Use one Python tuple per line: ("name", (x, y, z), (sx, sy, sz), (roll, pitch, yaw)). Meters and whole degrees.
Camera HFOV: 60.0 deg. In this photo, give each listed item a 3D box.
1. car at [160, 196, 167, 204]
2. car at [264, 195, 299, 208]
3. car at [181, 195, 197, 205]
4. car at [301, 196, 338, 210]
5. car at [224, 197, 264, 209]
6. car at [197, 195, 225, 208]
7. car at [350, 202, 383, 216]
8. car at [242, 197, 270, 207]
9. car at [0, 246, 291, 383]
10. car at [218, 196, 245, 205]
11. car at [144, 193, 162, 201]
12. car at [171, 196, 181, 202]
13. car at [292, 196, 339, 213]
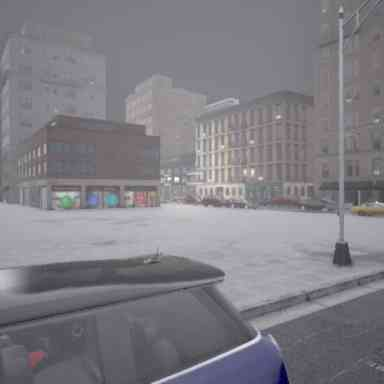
("car", (-6.228, 1.591, 62.032), (1.802, 1.307, 4.206), (0, 0, -35))
("car", (13.332, 1.288, 48.076), (2.192, 1.841, 5.009), (0, 0, -35))
("car", (0.647, 1.348, 56.760), (2.097, 1.767, 4.553), (0, 0, -35))
("car", (16.579, 1.414, 43.438), (1.967, 1.590, 4.097), (0, 0, -35))
("car", (6.757, 1.563, 43.476), (2.008, 1.369, 4.403), (0, 0, -35))
("car", (3.510, 1.326, 48.115), (2.192, 1.841, 5.009), (0, 0, -35))
("car", (16.594, 1.540, 29.420), (1.752, 1.417, 4.829), (0, 0, -35))
("car", (10.086, 1.538, 52.716), (1.947, 1.339, 4.313), (0, 0, -35))
("car", (-1.460, 1.352, 2.031), (4.553, 1.767, 2.097), (0, 0, -35))
("car", (6.742, 1.497, 57.494), (1.752, 1.417, 4.829), (0, 0, -35))
("car", (-9.392, 1.283, 80.548), (2.192, 1.841, 5.009), (0, 0, -35))
("car", (-2.899, 1.520, 71.271), (2.008, 1.369, 4.403), (0, 0, -35))
("car", (14.159, 1.506, 37.329), (1.837, 1.490, 4.892), (0, 0, -35))
